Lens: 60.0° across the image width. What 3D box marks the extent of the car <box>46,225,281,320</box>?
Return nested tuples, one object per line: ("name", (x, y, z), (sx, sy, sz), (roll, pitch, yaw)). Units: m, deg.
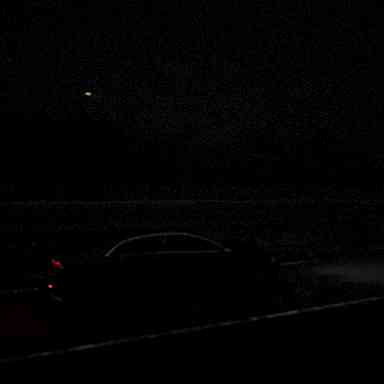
("car", (-0.435, 1.478, 7.087), (4.902, 1.511, 2.128), (0, -1, -22))
